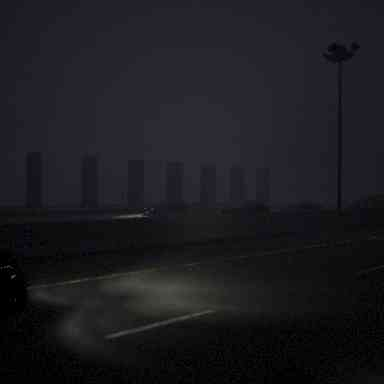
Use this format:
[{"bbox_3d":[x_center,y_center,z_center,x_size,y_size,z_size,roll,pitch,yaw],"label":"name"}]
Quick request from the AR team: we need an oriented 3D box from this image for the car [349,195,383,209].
[{"bbox_3d":[18.645,1.339,34.671,5.566,2.045,2.150,1,0,-36],"label":"car"}]

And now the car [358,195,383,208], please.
[{"bbox_3d":[30.757,1.514,56.745,5.566,2.045,2.150,0,0,-36],"label":"car"}]

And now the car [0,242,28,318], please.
[{"bbox_3d":[-5.258,1.179,4.313,5.566,2.045,2.150,0,0,-36],"label":"car"}]

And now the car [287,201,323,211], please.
[{"bbox_3d":[13.490,1.677,39.569,4.718,1.301,1.895,0,0,-36],"label":"car"}]

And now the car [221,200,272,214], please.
[{"bbox_3d":[4.745,1.495,28.845,5.008,1.535,1.882,1,0,-36],"label":"car"}]

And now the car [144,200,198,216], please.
[{"bbox_3d":[-1.986,1.513,32.631,5.357,1.411,2.033,0,0,-35],"label":"car"}]
